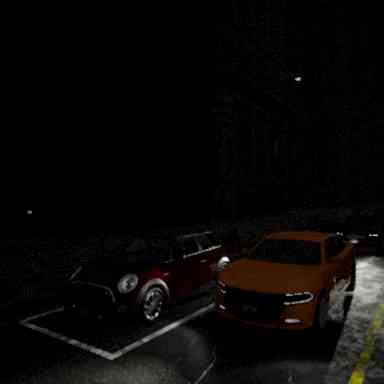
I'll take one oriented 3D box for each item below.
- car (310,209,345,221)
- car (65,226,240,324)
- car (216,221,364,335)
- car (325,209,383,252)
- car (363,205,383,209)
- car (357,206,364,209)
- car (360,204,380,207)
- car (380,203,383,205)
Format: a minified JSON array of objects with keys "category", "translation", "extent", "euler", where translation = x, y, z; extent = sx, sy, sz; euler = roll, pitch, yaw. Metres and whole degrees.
[{"category":"car","translation":[8.587,1.971,21.062],"extent":[1.887,1.381,4.507],"euler":[-1,-2,35]},{"category":"car","translation":[-0.779,1.632,7.566],"extent":[1.967,1.590,4.097],"euler":[-1,-2,34]},{"category":"car","translation":[2.344,1.641,7.398],"extent":[1.882,1.535,5.008],"euler":[-1,-2,35]},{"category":"car","translation":[8.063,1.797,15.636],"extent":[2.128,1.511,4.902],"euler":[-1,-2,35]},{"category":"car","translation":[13.938,1.958,24.090],"extent":[1.837,1.490,4.892],"euler":[-1,-2,34]},{"category":"car","translation":[11.618,2.028,25.432],"extent":[1.752,1.417,4.829],"euler":[-1,-2,35]},{"category":"car","translation":[17.970,2.101,34.590],"extent":[1.967,1.590,4.097],"euler":[-1,-2,35]},{"category":"car","translation":[21.099,2.319,39.096],"extent":[1.802,1.307,4.206],"euler":[-1,-2,35]}]
